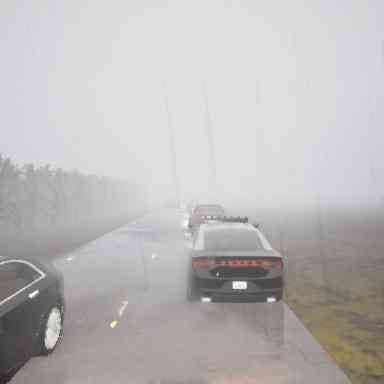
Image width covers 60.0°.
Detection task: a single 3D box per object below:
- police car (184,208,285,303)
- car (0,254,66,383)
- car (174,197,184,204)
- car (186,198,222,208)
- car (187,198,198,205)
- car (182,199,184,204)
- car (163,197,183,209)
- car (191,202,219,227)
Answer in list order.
[{"bbox_3d":[0.838,1.429,8.401,1.930,1.638,5.238,0,0,0],"label":"police car"},{"bbox_3d":[-2.843,1.504,3.251,1.837,1.490,4.892,0,0,0],"label":"car"},{"bbox_3d":[-2.641,1.810,69.634,1.994,1.385,4.181,0,0,0],"label":"car"},{"bbox_3d":[0.853,1.371,18.263,2.097,1.767,4.553,0,0,0],"label":"car"},{"bbox_3d":[0.101,1.773,63.363,1.994,1.385,4.181,0,0,0],"label":"car"},{"bbox_3d":[0.101,1.672,46.015,2.033,1.411,5.357,0,0,1],"label":"car"},{"bbox_3d":[-2.773,1.477,46.267,2.097,1.767,4.553,0,0,0],"label":"car"},{"bbox_3d":[0.863,1.542,24.293,1.837,1.490,4.892,0,0,0],"label":"car"}]
